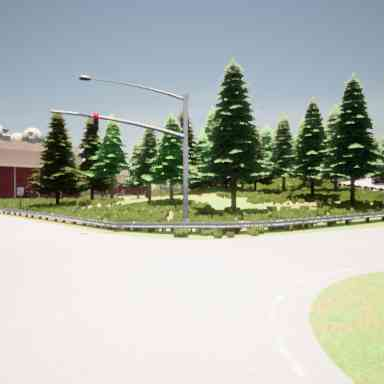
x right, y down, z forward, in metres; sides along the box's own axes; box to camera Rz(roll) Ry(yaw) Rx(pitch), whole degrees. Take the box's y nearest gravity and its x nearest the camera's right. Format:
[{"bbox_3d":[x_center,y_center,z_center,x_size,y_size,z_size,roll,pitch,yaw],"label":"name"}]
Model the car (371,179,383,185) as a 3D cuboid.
[{"bbox_3d":[29.049,-1.926,51.482,1.837,1.490,4.892,0,5,21],"label":"car"}]
